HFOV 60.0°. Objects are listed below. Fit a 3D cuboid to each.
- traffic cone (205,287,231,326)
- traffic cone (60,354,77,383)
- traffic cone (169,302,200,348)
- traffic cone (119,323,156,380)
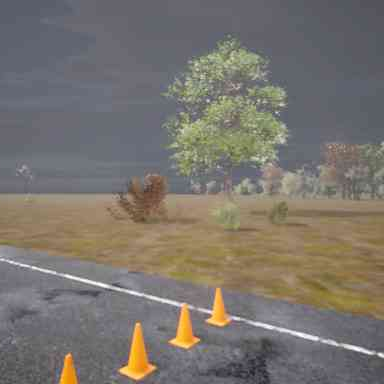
[{"bbox_3d":[0.464,1.982,5.866,0.340,0.580,0.340,0,0,35],"label":"traffic cone"},{"bbox_3d":[-1.272,1.969,3.419,0.340,0.580,0.340,0,0,35],"label":"traffic cone"},{"bbox_3d":[-0.115,1.978,5.050,0.340,0.580,0.340,0,0,35],"label":"traffic cone"},{"bbox_3d":[-0.693,1.973,4.234,0.340,0.580,0.340,0,0,35],"label":"traffic cone"}]
